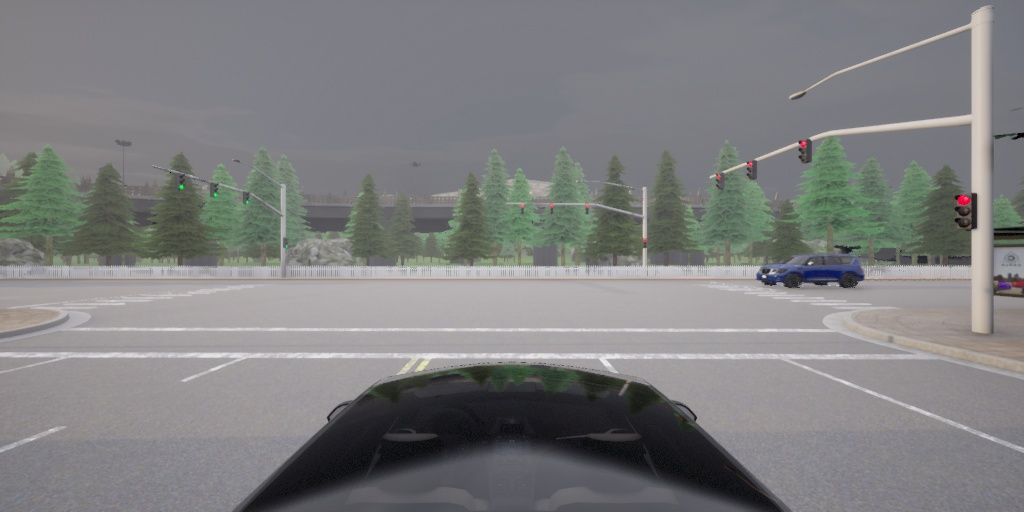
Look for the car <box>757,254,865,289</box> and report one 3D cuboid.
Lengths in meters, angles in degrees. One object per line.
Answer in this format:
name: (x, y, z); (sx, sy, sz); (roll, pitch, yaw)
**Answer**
car: (18.310, 0.914, 22.096); (5.566, 2.045, 2.150); (0, 0, 0)
